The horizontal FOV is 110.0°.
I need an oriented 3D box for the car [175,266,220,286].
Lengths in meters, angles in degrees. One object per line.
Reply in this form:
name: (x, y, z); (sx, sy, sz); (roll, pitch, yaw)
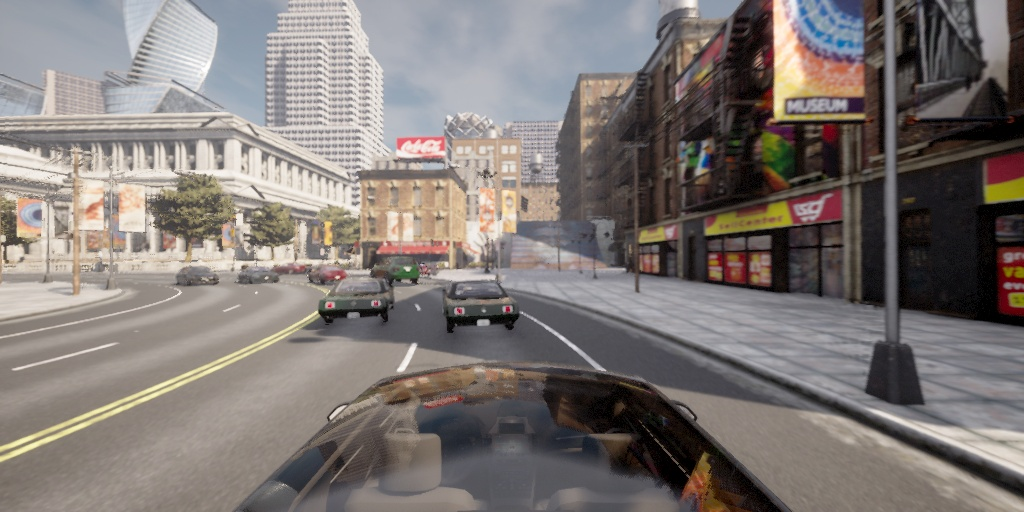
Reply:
car: (-24.388, 1.532, 27.753); (4.892, 1.490, 1.837); (0, 0, 35)

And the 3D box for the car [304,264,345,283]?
car: (-14.618, 1.442, 28.439); (1.812, 1.442, 4.674); (0, 0, -44)

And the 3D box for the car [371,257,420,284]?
car: (-8.957, 1.098, 27.371); (2.150, 2.045, 5.566); (0, 0, -38)

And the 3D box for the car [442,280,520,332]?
car: (-1.194, 1.384, 11.090); (1.895, 1.301, 4.718); (0, 0, -13)

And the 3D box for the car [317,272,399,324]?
car: (-5.083, 1.412, 12.319); (1.895, 1.301, 4.718); (0, 0, -16)

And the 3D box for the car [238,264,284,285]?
car: (-20.553, 1.521, 29.088); (4.181, 1.385, 1.994); (-1, 0, 40)
